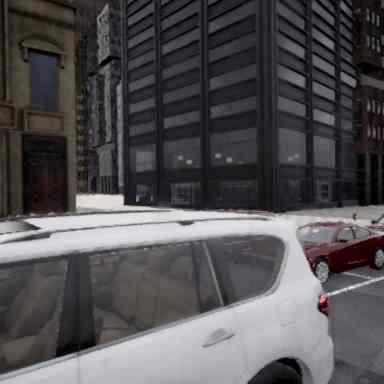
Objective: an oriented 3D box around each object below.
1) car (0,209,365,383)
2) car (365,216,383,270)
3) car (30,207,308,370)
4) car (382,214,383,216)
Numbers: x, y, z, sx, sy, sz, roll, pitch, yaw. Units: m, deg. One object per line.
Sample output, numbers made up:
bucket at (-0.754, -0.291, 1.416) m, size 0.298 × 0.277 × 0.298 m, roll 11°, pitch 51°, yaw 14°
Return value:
car at (-1.243, 1.223, 2.481) m, size 5.566 × 2.045 × 2.150 m, roll 0°, pitch 0°, yaw -35°
car at (3.764, 1.520, 9.341) m, size 4.507 × 1.381 × 1.887 m, roll 0°, pitch -1°, yaw -35°
car at (-0.217, 1.305, 6.508) m, size 5.009 × 1.841 × 2.192 m, roll 0°, pitch -1°, yaw -35°
car at (7.742, 1.400, 12.178) m, size 4.097 × 1.590 × 1.967 m, roll 0°, pitch -1°, yaw -35°
